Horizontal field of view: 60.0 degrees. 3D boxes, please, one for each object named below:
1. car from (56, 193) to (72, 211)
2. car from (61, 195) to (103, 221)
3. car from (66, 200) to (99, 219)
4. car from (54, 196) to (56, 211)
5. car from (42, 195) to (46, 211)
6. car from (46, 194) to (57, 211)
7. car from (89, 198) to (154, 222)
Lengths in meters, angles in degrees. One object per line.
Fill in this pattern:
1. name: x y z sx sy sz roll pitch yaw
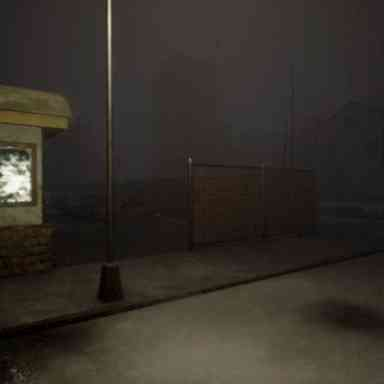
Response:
1. car: -9.544 1.182 29.498 3.866 1.878 1.905 0 0 -36
2. car: -7.256 1.289 25.859 4.611 1.667 2.242 0 0 -36
3. car: -8.990 1.397 27.237 2.207 1.379 1.481 0 0 -36
4. car: -11.762 1.347 34.202 3.633 1.501 1.845 0 0 -36
5. car: -14.816 1.411 37.771 5.357 1.415 2.033 0 0 -36
6. car: -14.814 1.341 37.493 1.789 1.547 3.705 0 0 -36
7. car: -4.813 1.352 23.706 4.193 1.474 1.816 0 0 -36
